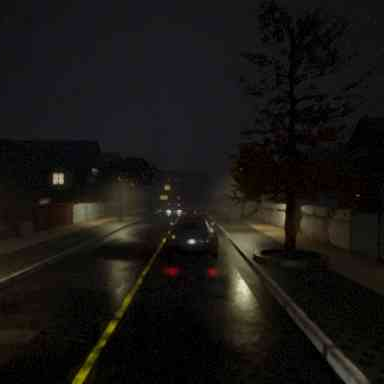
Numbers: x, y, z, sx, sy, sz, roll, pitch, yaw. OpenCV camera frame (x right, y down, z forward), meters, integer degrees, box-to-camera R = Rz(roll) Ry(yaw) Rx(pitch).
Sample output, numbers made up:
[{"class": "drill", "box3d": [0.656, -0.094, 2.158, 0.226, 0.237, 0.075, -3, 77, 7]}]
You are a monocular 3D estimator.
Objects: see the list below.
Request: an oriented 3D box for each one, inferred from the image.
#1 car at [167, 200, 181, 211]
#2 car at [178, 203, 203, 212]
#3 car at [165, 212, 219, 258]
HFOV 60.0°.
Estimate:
[{"class": "car", "box3d": [-2.796, 2.004, 52.713, 2.097, 1.767, 4.553, 0, -1, 0]}, {"class": "car", "box3d": [0.009, 1.854, 28.896, 1.812, 1.442, 4.674, 0, 0, 1]}, {"class": "car", "box3d": [0.013, 1.710, 13.514, 1.994, 1.385, 4.181, 0, -1, 0]}]
